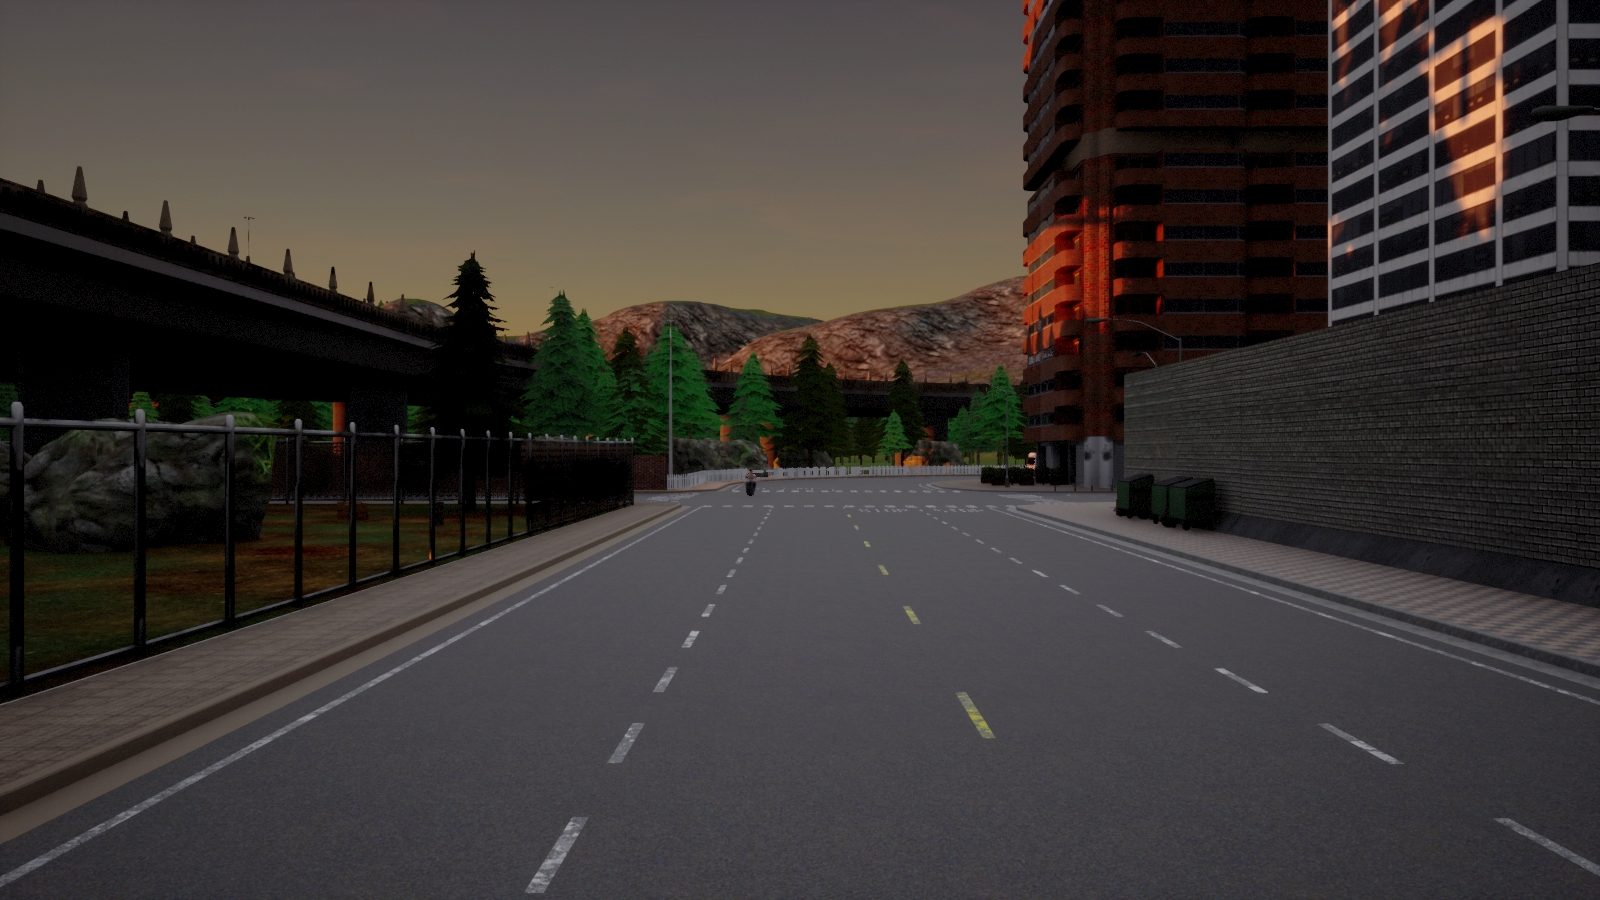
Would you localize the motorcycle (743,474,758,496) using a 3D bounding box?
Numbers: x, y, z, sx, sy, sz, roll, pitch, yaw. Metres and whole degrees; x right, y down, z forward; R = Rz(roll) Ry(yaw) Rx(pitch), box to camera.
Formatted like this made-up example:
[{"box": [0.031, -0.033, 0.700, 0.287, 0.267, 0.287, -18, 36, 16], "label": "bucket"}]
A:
[{"box": [-3.017, 2.119, 69.711, 0.764, 1.307, 2.356, 0, 0, 0], "label": "motorcycle"}]
